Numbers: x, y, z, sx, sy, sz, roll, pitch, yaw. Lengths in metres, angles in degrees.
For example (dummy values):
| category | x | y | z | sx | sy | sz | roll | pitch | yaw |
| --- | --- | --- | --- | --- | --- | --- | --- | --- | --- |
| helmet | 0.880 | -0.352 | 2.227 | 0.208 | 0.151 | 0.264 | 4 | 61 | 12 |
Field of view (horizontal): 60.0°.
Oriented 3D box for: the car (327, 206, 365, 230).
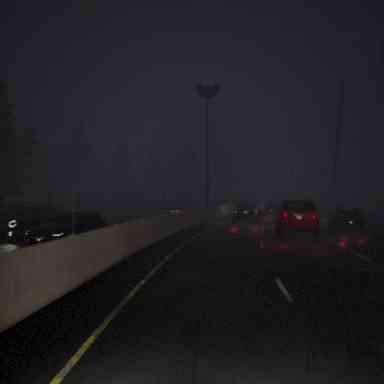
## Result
| category | x | y | z | sx | sy | sz | roll | pitch | yaw |
| --- | --- | --- | --- | --- | --- | --- | --- | --- | --- |
| car | 10.733 | 1.737 | 23.392 | 2.128 | 1.511 | 4.902 | 0 | -1 | 16 |

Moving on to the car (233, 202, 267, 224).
| category | x | y | z | sx | sy | sz | roll | pitch | yaw |
| --- | --- | --- | --- | --- | --- | --- | --- | --- | --- |
| car | 4.733 | 1.619 | 27.583 | 2.097 | 1.767 | 4.553 | 0 | 0 | 17 |

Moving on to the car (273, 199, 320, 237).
| category | x | y | z | sx | sy | sz | roll | pitch | yaw |
| --- | --- | --- | --- | --- | --- | --- | --- | --- | --- |
| car | 6.065 | 1.419 | 19.518 | 2.150 | 2.045 | 5.566 | 0 | -1 | 13 |

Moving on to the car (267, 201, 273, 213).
| category | x | y | z | sx | sy | sz | roll | pitch | yaw |
| --- | --- | --- | --- | --- | --- | --- | --- | --- | --- |
| car | 10.338 | 1.916 | 41.403 | 1.837 | 1.490 | 4.892 | 0 | 0 | 26 |

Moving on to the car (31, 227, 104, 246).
| category | x | y | z | sx | sy | sz | roll | pitch | yaw |
| --- | --- | --- | --- | --- | --- | --- | --- | --- | --- |
| car | -5.587 | 1.633 | 15.370 | 1.837 | 1.490 | 4.892 | 0 | -1 | 10 |
